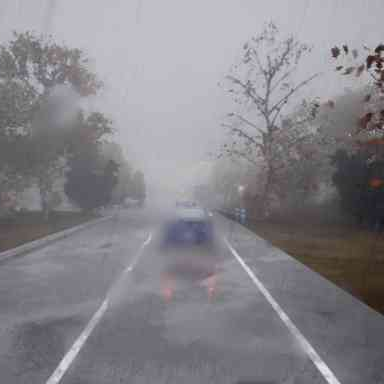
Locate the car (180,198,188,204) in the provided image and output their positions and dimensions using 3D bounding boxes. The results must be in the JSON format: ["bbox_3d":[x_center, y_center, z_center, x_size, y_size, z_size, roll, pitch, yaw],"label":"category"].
[{"bbox_3d":[-1.981,2.306,84.609,1.882,1.535,5.008,0,-1,-1],"label":"car"}]

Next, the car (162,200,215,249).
[{"bbox_3d":[-0.157,1.311,13.617,1.882,1.535,5.008,0,0,-1],"label":"car"}]
